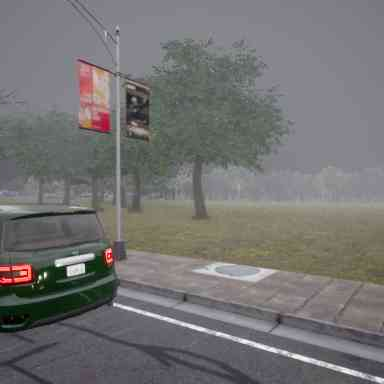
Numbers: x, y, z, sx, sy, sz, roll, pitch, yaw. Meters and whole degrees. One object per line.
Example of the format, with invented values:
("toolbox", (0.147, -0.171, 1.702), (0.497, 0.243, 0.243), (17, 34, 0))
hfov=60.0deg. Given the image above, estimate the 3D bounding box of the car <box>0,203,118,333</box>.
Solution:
("car", (-3.856, 1.235, 6.390), (5.566, 2.045, 2.150), (0, 0, 36))
